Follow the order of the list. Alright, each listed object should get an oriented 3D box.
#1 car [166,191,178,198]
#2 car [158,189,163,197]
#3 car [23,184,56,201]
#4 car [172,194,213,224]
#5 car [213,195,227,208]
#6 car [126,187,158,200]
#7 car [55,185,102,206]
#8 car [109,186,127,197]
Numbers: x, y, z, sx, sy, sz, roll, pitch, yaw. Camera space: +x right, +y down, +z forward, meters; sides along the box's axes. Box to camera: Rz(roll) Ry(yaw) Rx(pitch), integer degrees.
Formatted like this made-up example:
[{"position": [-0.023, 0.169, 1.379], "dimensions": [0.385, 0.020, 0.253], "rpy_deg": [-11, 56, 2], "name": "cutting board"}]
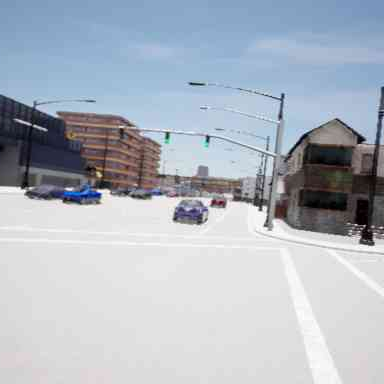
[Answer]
[{"position": [-3.668, 0.525, 65.668], "dimensions": [1.812, 1.442, 4.674], "rpy_deg": [6, 0, 10], "name": "car"}, {"position": [-7.093, 0.112, 66.256], "dimensions": [1.882, 1.535, 5.008], "rpy_deg": [6, 0, 10], "name": "car"}, {"position": [-13.215, -0.002, 31.062], "dimensions": [2.033, 1.411, 5.357], "rpy_deg": [6, 1, 10], "name": "car"}, {"position": [0.054, 1.335, 25.428], "dimensions": [2.097, 1.767, 4.553], "rpy_deg": [6, 1, 10], "name": "car"}, {"position": [3.986, 1.296, 48.287], "dimensions": [2.097, 1.767, 4.553], "rpy_deg": [6, 1, 10], "name": "car"}, {"position": [-6.989, 0.344, 46.741], "dimensions": [2.033, 1.411, 5.357], "rpy_deg": [6, 1, 10], "name": "car"}, {"position": [-9.843, 0.311, 30.088], "dimensions": [1.882, 1.535, 5.008], "rpy_deg": [6, 1, 10], "name": "car"}, {"position": [-10.275, -0.088, 48.089], "dimensions": [1.837, 1.490, 4.892], "rpy_deg": [6, 2, 10], "name": "car"}]
